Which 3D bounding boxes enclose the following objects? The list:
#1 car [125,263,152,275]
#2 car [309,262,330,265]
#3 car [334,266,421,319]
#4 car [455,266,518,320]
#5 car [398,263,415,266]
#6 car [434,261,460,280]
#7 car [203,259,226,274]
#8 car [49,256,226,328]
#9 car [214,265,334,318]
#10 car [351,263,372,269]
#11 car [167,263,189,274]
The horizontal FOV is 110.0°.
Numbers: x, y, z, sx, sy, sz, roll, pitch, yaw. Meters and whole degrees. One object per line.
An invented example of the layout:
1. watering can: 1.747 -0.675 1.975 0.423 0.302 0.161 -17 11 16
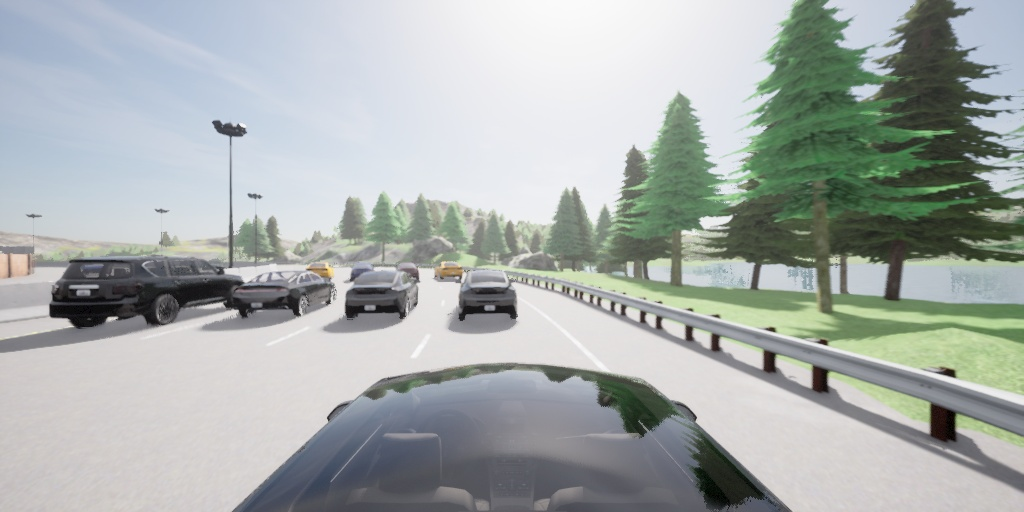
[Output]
1. car: -45.029 1.540 43.306 1.895 1.301 4.718 0 0 -42
2. car: -16.555 1.287 30.953 1.882 1.535 5.008 0 0 -21
3. car: -4.500 1.269 12.916 1.837 1.490 4.892 0 0 -8
4. car: -0.940 1.252 12.749 1.837 1.490 4.892 0 0 -7
5. car: -9.107 1.299 30.985 1.812 1.442 4.674 0 0 -20
6. car: -5.669 1.234 31.735 1.882 1.535 5.008 0 0 -20
7. car: -36.791 1.251 44.383 2.097 1.767 4.553 0 0 -39
8. car: -11.340 1.021 11.850 2.150 2.045 5.566 0 0 -8
9. car: -8.085 1.273 13.243 2.128 1.511 4.902 0 0 -9
10. car: -12.749 1.317 30.685 1.812 1.442 4.674 0 0 -21
11. car: -41.810 1.523 44.982 1.895 1.301 4.718 0 0 -41
